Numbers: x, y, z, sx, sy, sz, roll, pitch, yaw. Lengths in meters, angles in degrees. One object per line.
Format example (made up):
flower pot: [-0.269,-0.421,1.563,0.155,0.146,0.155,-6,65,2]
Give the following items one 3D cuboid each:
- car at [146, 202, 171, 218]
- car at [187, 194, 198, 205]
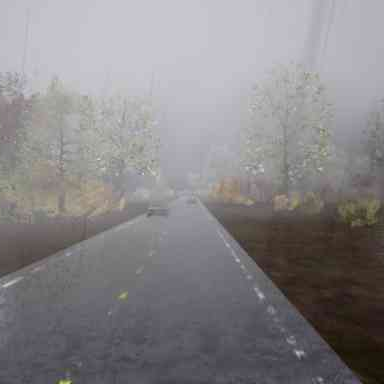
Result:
car: [-2.982,1.631,30.363,1.895,1.301,4.718,0,0,0]
car: [0.049,1.601,62.477,2.033,1.411,5.357,0,0,0]
